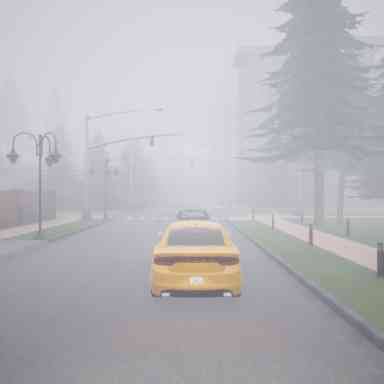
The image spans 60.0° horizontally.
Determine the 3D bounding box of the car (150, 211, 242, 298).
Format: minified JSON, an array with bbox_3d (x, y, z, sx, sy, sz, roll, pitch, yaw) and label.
[{"bbox_3d":[0.082,1.478,8.596,1.882,1.535,5.008,0,0,0],"label":"car"}]
